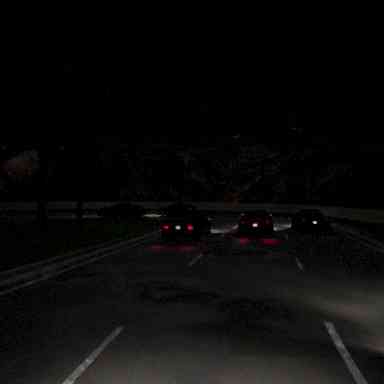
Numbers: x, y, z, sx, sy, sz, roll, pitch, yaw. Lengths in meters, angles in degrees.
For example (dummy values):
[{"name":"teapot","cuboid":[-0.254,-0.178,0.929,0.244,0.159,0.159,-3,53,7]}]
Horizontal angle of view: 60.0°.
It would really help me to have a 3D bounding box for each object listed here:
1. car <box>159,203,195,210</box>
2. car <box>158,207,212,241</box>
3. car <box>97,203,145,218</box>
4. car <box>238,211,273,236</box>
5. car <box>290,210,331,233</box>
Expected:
[{"name":"car","cuboid":[-1.555,1.944,36.064,4.892,1.490,1.837,0,-1,37]},{"name":"car","cuboid":[-0.149,1.770,18.139,2.033,1.411,5.357,0,-1,12]},{"name":"car","cuboid":[-7.337,1.883,34.462,5.008,1.535,1.882,0,-1,13]},{"name":"car","cuboid":[3.912,1.821,20.267,1.994,1.385,4.181,0,-1,12]},{"name":"car","cuboid":[7.778,1.852,22.117,1.994,1.385,4.181,0,-1,9]}]
